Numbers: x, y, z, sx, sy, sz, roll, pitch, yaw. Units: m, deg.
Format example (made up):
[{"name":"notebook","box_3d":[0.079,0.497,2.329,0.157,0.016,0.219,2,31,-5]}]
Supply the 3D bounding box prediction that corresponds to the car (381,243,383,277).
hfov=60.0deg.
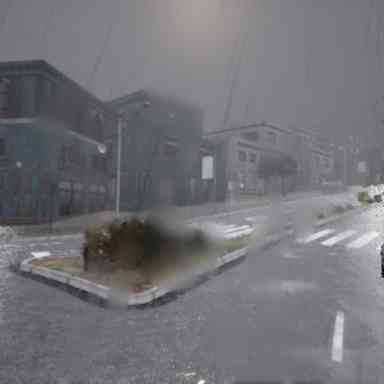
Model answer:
[{"name":"car","box_3d":[5.260,1.662,7.195,1.895,1.301,4.718,-1,1,26]}]
